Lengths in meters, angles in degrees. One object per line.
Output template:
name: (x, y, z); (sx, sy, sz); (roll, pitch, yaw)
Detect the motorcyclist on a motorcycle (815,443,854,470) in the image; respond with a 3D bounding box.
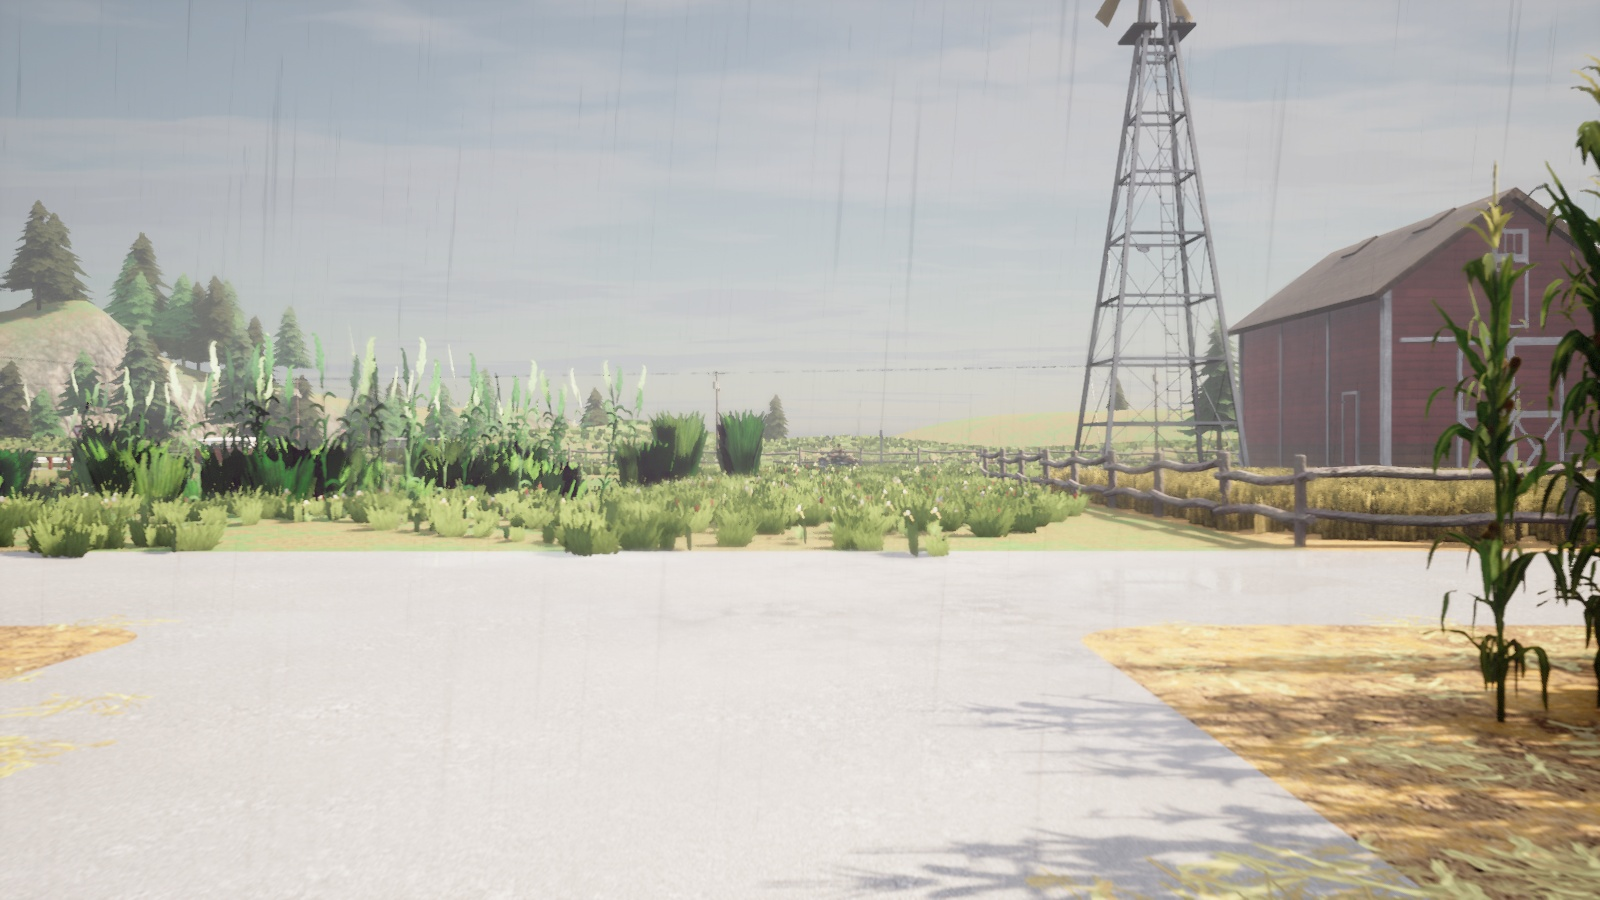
motorcyclist on a motorcycle: (2.098, 0.389, 77.183); (2.350, 1.649, 0.766); (0, 0, 6)

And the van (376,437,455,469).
van: (-24.448, 0.160, 79.866); (4.442, 1.987, 1.775); (0, 0, 6)

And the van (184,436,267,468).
van: (-37.100, 0.115, 81.160); (4.480, 2.038, 2.069); (0, 0, 4)
